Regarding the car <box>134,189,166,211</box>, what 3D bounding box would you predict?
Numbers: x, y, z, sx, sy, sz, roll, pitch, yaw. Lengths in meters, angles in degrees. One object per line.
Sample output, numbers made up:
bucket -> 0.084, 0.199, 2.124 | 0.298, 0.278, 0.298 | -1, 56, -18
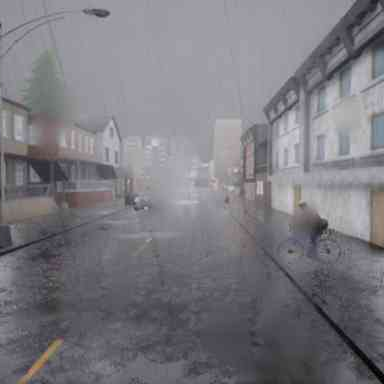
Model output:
car -> -3.317, 0.544, 26.840 | 2.097, 1.767, 4.553 | 0, 2, 2

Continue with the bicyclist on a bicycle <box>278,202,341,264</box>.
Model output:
bicyclist on a bicycle -> 3.055, 1.087, 8.643 | 1.656, 1.620, 0.582 | 0, 2, 2
